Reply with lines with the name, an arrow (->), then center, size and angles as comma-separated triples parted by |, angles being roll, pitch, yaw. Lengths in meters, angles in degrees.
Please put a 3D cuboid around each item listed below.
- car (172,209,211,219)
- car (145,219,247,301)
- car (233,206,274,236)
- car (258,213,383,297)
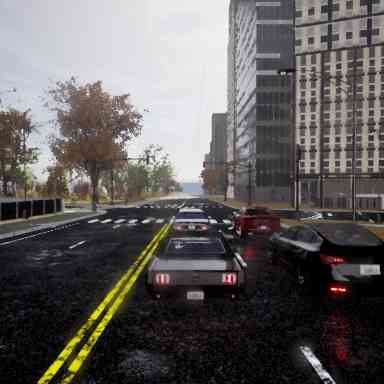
car -> -0.016, 1.544, 16.519 | 2.033, 1.411, 5.357 | 0, 0, 0
car -> 0.071, 1.598, 8.279 | 1.895, 1.301, 4.718 | 0, 0, 0
car -> 3.299, 1.474, 17.664 | 1.882, 1.535, 5.008 | 0, 0, 1
car -> 3.341, 1.500, 8.564 | 2.163, 1.488, 4.792 | 0, 0, 0
